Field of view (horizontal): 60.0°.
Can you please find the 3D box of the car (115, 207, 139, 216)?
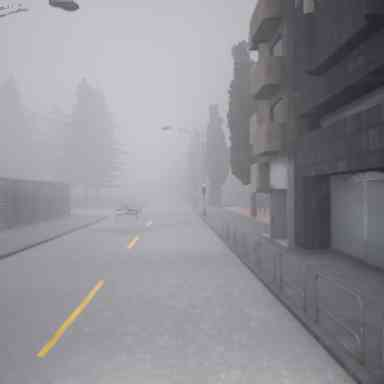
[{"bbox_3d":[-5.309,1.477,28.029,1.895,1.301,4.718,-1,0,-3],"label":"car"}]
